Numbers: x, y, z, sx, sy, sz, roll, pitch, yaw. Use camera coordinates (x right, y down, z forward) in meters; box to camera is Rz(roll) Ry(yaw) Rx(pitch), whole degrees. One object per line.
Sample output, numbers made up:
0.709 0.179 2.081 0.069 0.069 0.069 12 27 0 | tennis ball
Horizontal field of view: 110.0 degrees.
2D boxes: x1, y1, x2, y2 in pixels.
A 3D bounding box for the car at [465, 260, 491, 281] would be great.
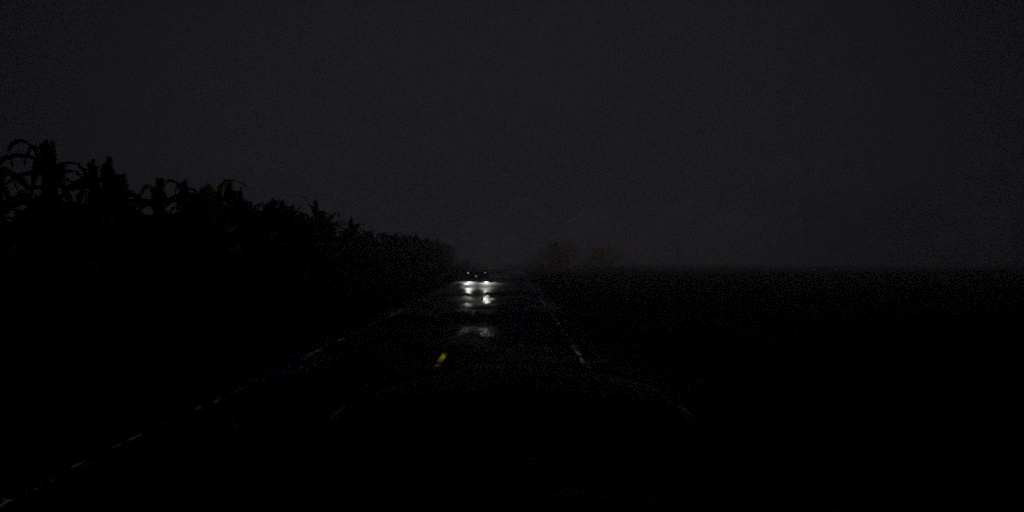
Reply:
-2.870 1.344 30.944 1.812 1.442 4.674 0 0 0 | car
